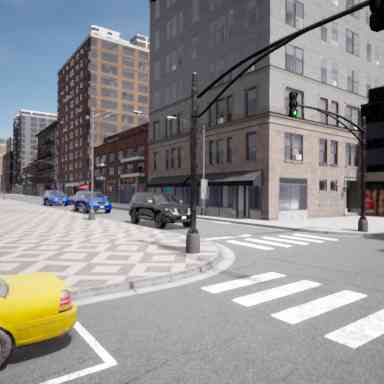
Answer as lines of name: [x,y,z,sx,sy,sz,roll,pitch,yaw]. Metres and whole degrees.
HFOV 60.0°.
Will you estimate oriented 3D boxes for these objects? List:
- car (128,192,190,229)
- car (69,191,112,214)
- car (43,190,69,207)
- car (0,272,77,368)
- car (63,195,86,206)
car: [-2.036,1.052,20.803,2.150,2.045,5.566,1,0,-35]
car: [-9.430,0.939,31.260,2.150,2.045,5.566,1,0,-35]
car: [-17.619,0.796,42.907,2.150,2.045,5.566,1,2,-35]
car: [-3.945,1.525,3.938,4.829,1.417,1.752,0,1,-36]
car: [-16.631,1.117,46.890,1.812,1.442,4.674,1,0,-35]
